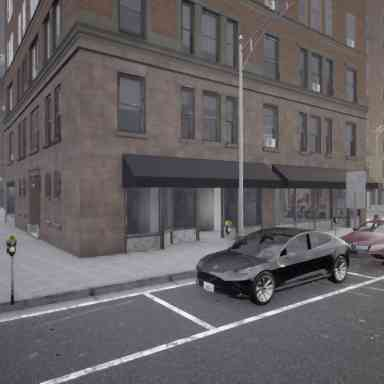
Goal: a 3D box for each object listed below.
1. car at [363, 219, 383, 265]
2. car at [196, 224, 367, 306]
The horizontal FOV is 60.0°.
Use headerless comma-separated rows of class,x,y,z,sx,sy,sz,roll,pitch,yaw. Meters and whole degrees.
car,6.569,1.582,11.288,4.206,1.307,1.802,0,0,-36
car,2.107,1.566,8.071,4.313,1.339,1.947,0,0,-36
